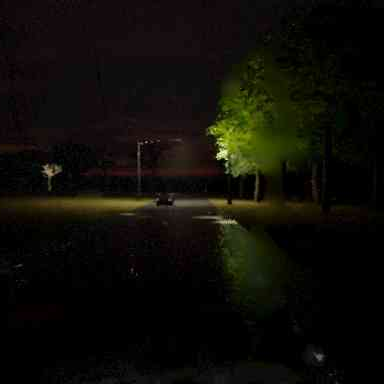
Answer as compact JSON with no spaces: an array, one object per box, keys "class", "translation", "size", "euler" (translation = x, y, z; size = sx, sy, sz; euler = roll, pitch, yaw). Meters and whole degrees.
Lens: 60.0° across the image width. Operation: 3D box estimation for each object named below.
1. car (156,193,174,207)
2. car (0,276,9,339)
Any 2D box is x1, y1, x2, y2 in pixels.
[{"class":"car","translation":[-3.599,0.985,44.585],"size":[2.097,1.767,4.553],"euler":[0,1,0]},{"class":"car","translation":[-3.603,1.524,3.139],"size":[1.812,1.442,4.674],"euler":[0,0,0]}]
